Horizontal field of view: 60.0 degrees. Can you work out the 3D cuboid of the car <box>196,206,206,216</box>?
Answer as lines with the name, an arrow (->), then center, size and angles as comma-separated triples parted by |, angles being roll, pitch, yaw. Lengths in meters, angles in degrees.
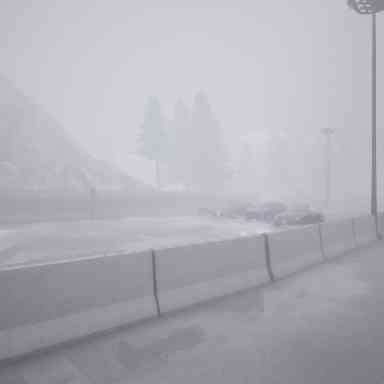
car -> 2.484, 1.601, 32.140 | 1.895, 1.301, 4.718 | 0, 0, 42

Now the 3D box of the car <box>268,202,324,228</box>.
car -> 7.014, 1.525, 21.460 | 1.812, 1.442, 4.674 | 0, 0, 42

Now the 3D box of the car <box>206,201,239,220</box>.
car -> 3.756, 1.492, 28.320 | 2.128, 1.511, 4.902 | 0, 0, 42

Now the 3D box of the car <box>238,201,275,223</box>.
car -> 5.926, 1.477, 25.494 | 1.882, 1.535, 5.008 | 0, 0, 42
